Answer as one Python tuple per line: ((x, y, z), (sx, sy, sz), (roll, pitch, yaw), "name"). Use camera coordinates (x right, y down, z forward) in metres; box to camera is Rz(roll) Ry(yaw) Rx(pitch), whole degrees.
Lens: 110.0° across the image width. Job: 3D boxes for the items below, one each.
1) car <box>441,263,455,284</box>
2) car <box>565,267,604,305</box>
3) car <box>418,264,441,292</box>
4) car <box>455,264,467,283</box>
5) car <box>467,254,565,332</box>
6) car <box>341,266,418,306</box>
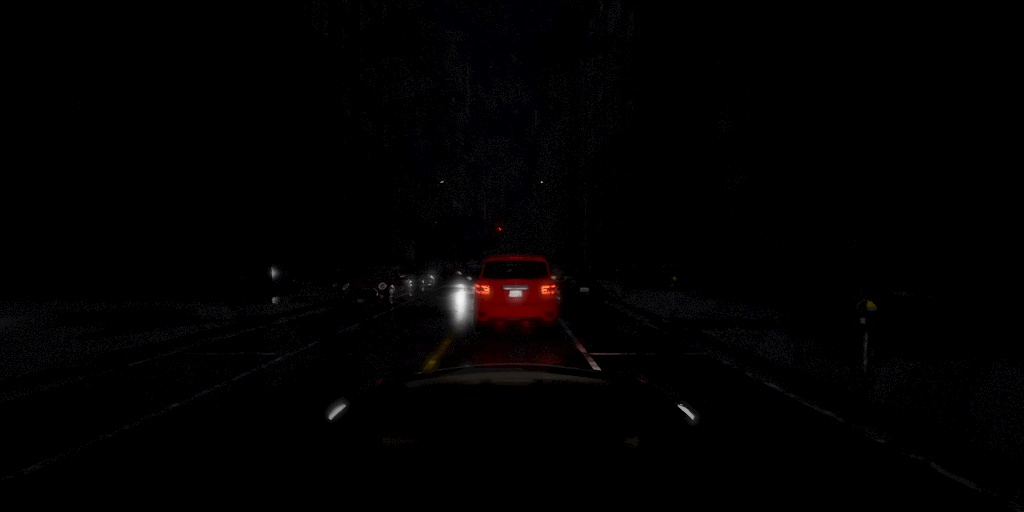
((-5.761, 1.300, 26.674), (2.007, 1.370, 4.403), (0, 0, 0), "car")
((2.763, 1.314, 15.662), (1.948, 1.339, 4.313), (0, 0, 0), "car")
((-5.762, 1.315, 21.169), (1.948, 1.339, 4.313), (0, 0, 0), "car")
((-3.012, 1.351, 28.100), (1.895, 1.301, 4.718), (0, 0, 0), "car")
((0.103, 0.970, 11.023), (2.150, 2.045, 5.566), (0, 0, 0), "car")
((-5.763, 1.188, 15.663), (1.967, 1.591, 4.097), (0, 0, 0), "car")
